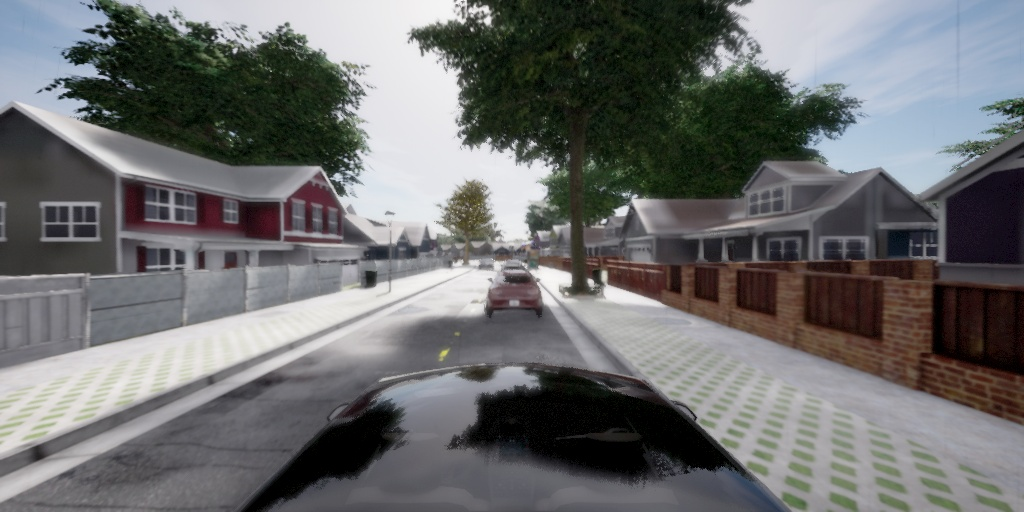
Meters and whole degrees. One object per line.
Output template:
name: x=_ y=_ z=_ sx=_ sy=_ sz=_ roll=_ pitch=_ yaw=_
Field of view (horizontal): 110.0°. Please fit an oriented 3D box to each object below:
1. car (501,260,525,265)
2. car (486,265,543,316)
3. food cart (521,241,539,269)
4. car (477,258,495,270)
car: x=0.089 y=1.075 z=29.030 sx=1.837 sy=1.490 sz=4.892 roll=0 pitch=0 yaw=0
car: x=0.081 y=1.204 z=12.834 sx=1.812 sy=1.442 sz=4.674 roll=0 pitch=0 yaw=0
food cart: x=2.661 y=-0.083 z=46.846 sx=2.280 sy=3.560 sz=4.660 roll=0 pitch=0 yaw=-3
car: x=-3.132 y=0.996 z=44.159 sx=1.812 sy=1.442 sz=4.674 roll=0 pitch=0 yaw=-2
